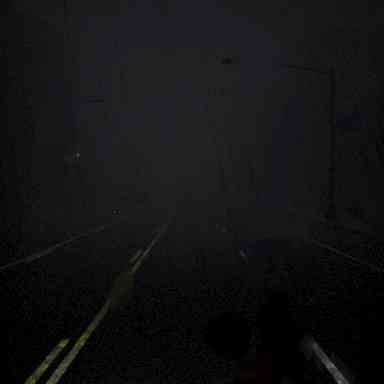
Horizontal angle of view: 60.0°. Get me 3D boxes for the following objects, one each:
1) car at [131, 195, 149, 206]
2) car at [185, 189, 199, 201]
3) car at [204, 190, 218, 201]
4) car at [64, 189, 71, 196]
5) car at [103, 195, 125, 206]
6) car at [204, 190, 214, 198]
[{"bbox_3d":[-6.994,1.161,45.234,2.033,1.411,5.357,0,1,0],"label":"car"},{"bbox_3d":[0.008,0.496,58.035,2.150,2.045,5.566,0,2,0],"label":"car"},{"bbox_3d":[3.508,0.823,58.015,2.033,1.411,5.357,0,2,0],"label":"car"},{"bbox_3d":[-25.968,0.062,67.356,1.970,1.475,3.806,0,3,0],"label":"car"},{"bbox_3d":[-10.494,1.162,45.234,2.033,1.411,5.357,0,1,0],"label":"car"},{"bbox_3d":[3.509,0.352,68.422,1.812,1.442,4.674,0,3,0],"label":"car"}]
